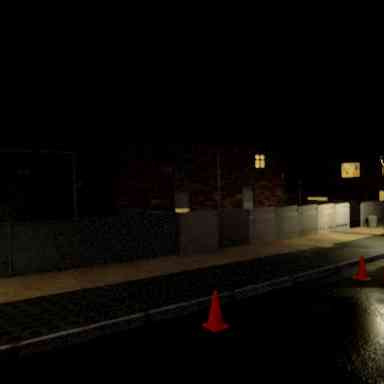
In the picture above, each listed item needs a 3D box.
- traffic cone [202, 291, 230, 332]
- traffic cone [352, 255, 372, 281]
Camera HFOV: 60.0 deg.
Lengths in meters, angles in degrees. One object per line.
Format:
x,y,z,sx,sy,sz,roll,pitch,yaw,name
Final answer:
0.393,1.940,5.531,0.340,0.580,0.340,0,0,-36,traffic cone
4.345,1.918,8.497,0.340,0.580,0.340,0,0,-38,traffic cone
